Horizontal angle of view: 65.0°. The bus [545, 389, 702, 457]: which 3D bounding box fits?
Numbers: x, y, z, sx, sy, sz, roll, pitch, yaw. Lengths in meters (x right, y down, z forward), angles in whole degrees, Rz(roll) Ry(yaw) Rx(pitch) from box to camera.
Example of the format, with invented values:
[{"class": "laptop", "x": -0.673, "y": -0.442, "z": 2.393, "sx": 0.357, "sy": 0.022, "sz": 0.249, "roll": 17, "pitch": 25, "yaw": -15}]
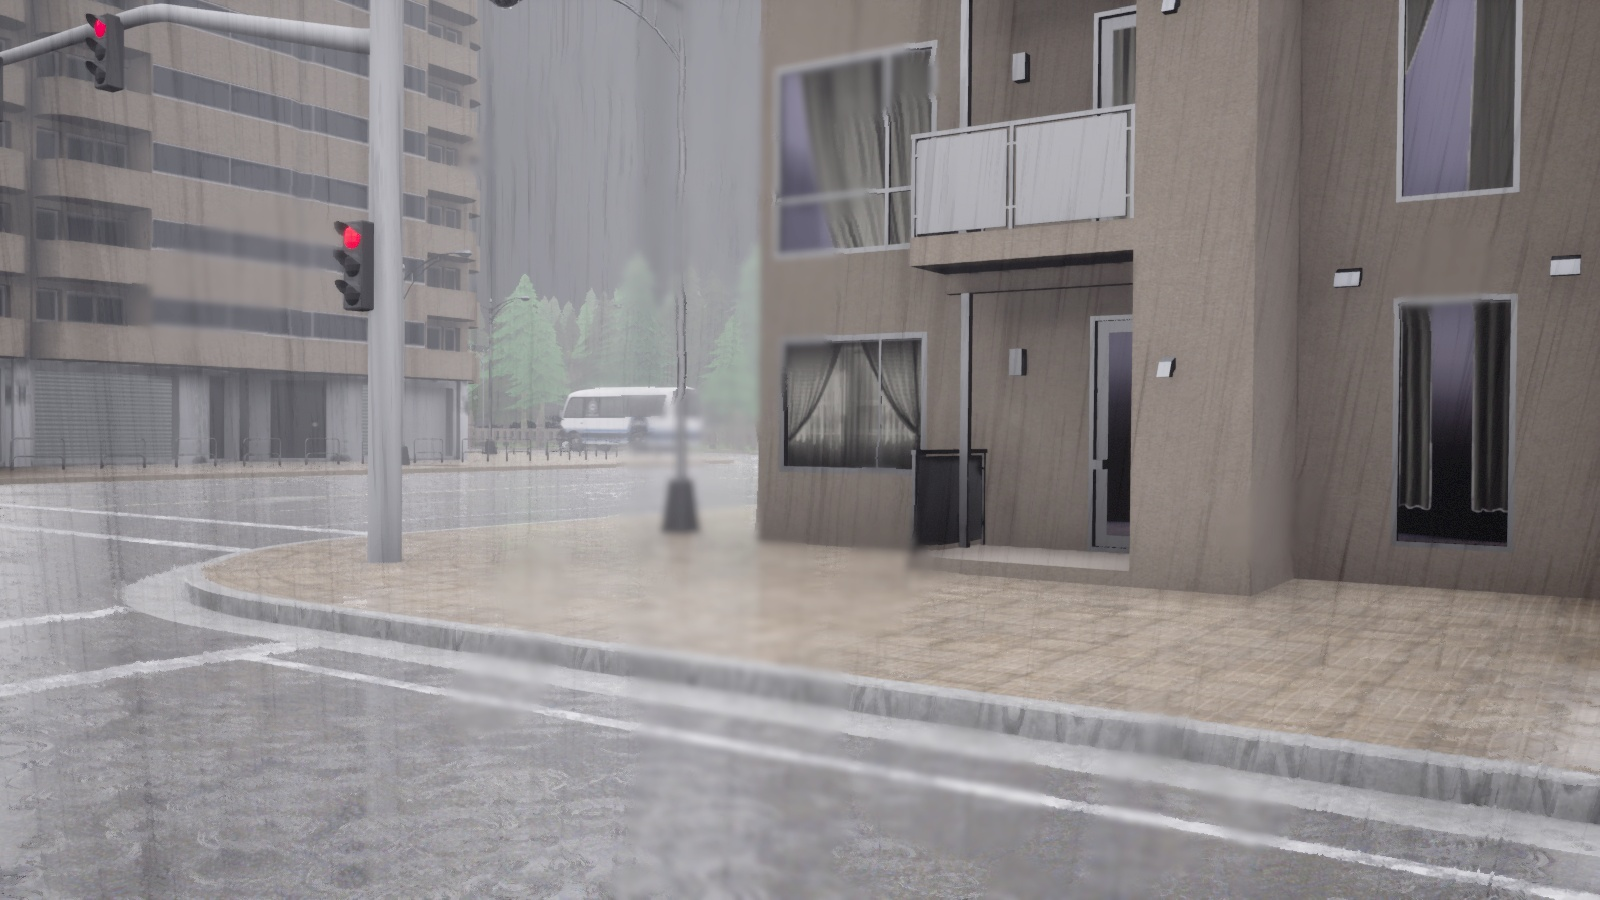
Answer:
[{"class": "bus", "x": -11.773, "y": -1.730, "z": 83.221, "sx": 10.273, "sy": 4.253, "sz": 3.944, "roll": 0, "pitch": 1, "yaw": 34}]
